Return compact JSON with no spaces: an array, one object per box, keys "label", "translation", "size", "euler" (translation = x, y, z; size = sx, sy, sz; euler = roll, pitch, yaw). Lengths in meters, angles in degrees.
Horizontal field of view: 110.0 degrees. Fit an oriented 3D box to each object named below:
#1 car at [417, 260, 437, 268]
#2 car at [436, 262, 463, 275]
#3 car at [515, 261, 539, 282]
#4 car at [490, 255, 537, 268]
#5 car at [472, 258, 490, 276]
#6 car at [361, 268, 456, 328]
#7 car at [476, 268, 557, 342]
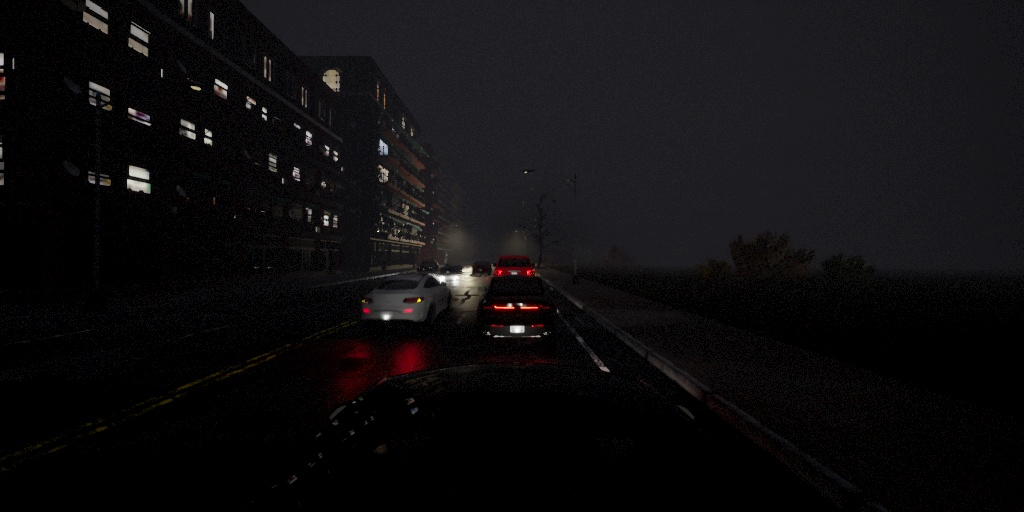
[{"label":"car","translation":[-9.814,1.259,42.279],"size":[1.837,1.490,4.892],"euler":[0,0,0]},{"label":"car","translation":[-6.567,1.355,39.061],"size":[1.895,1.301,4.718],"euler":[0,0,0]},{"label":"car","translation":[1.164,1.209,30.538],"size":[1.801,1.575,5.366],"euler":[0,0,0]},{"label":"car","translation":[0.117,0.975,20.131],"size":[2.150,2.045,5.566],"euler":[0,0,0]},{"label":"car","translation":[-3.117,1.231,38.024],"size":[1.882,1.535,5.008],"euler":[0,0,0]},{"label":"car","translation":[-3.142,1.277,11.286],"size":[1.812,1.442,4.674],"euler":[0,0,0]},{"label":"car","translation":[0.109,1.256,9.784],"size":[1.837,1.490,4.892],"euler":[0,0,0]}]
